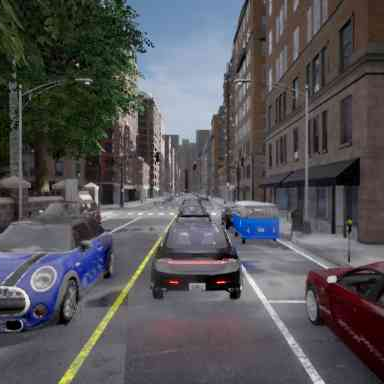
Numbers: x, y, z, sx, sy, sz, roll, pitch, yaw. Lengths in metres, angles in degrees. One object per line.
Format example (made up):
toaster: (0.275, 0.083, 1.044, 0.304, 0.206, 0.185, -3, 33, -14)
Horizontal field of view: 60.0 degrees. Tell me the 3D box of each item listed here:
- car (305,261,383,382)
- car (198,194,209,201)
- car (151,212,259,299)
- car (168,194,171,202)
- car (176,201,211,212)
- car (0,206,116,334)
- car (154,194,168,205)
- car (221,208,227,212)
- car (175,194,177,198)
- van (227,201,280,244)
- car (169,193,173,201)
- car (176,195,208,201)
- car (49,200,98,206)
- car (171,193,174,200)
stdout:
car: (2.853, 1.544, 4.188, 1.887, 1.381, 4.507, 0, 0, 0)
car: (2.820, 1.385, 75.546, 1.967, 1.590, 4.097, 0, 0, 0)
car: (0.096, 1.490, 8.409, 2.128, 1.511, 4.902, 0, 0, 0)
car: (-5.699, 1.500, 64.604, 2.008, 1.369, 4.403, 0, 0, 0)
car: (0.090, 1.484, 18.348, 2.128, 1.511, 4.902, 0, 0, 0)
car: (-3.100, 1.350, 7.068, 2.097, 1.767, 4.553, 0, 0, 0)
car: (-5.697, 1.478, 58.984, 1.752, 1.417, 4.829, 0, 0, 0)
car: (2.846, 1.557, 21.169, 1.947, 1.339, 4.313, 0, 0, 0)
car: (-5.709, 1.494, 86.408, 2.008, 1.369, 4.403, 0, 0, 0)
van: (2.848, 1.336, 15.509, 1.690, 1.788, 3.998, 0, 0, 0)
car: (-5.702, 1.491, 70.055, 1.887, 1.381, 4.507, 0, 0, 0)
car: (-0.014, 1.337, 27.526, 2.097, 1.767, 4.553, 0, 0, 0)
car: (-5.677, 1.310, 15.465, 2.192, 1.841, 5.009, 0, 0, 0)
car: (-5.704, 1.489, 75.506, 1.887, 1.381, 4.507, 0, 0, 0)
